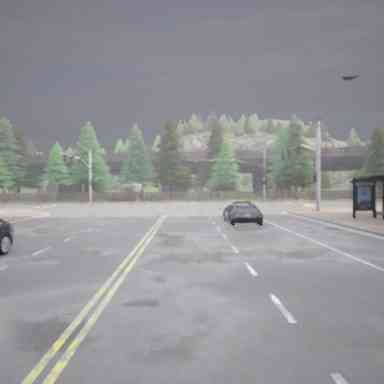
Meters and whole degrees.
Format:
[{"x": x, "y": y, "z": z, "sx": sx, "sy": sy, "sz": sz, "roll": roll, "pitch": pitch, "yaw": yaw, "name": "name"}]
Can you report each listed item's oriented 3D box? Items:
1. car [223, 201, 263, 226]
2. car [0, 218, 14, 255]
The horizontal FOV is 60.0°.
[{"x": 3.137, "y": 1.274, "z": 21.004, "sx": 1.994, "sy": 1.385, "sz": 4.181, "roll": -1, "pitch": 1, "yaw": -1, "name": "car"}, {"x": -7.251, "y": 1.441, "z": 9.991, "sx": 1.837, "sy": 1.490, "sz": 4.892, "roll": -1, "pitch": 1, "yaw": -1, "name": "car"}]
